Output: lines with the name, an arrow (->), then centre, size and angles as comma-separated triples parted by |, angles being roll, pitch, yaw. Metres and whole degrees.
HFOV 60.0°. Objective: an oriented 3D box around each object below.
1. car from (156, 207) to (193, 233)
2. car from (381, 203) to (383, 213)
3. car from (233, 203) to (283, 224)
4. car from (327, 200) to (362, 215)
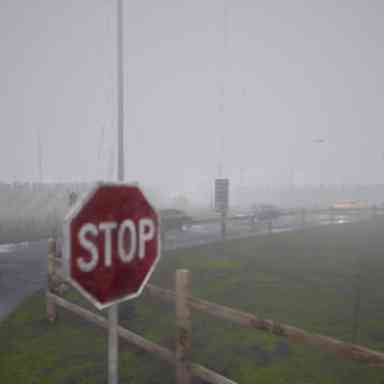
car -> -2.047, 1.657, 19.184 | 1.837, 1.490, 4.892 | 0, 0, 45
car -> 22.972, 1.581, 37.207 | 4.892, 1.490, 1.837 | 2, -1, -38
car -> 5.218, 1.631, 26.098 | 4.902, 1.511, 2.128 | 0, 0, -42
car -> 16.414, 1.590, 35.735 | 5.008, 1.535, 1.882 | 0, 0, -39
